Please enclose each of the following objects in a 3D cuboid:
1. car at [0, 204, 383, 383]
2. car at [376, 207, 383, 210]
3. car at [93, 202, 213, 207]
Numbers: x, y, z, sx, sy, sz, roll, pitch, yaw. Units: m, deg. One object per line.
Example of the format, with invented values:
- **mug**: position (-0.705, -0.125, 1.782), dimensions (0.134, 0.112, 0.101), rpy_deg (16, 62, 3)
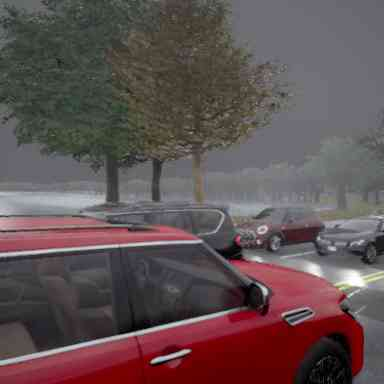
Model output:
- **car**: position (-0.819, 1.228, 2.853), dimensions (5.566, 2.045, 2.150), rpy_deg (1, 0, -35)
- **car**: position (12.066, 1.668, 20.233), dimensions (4.902, 1.511, 2.128), rpy_deg (1, 0, -35)
- **car**: position (-1.420, 1.243, 6.661), dimensions (5.566, 2.045, 2.150), rpy_deg (1, 0, -35)
